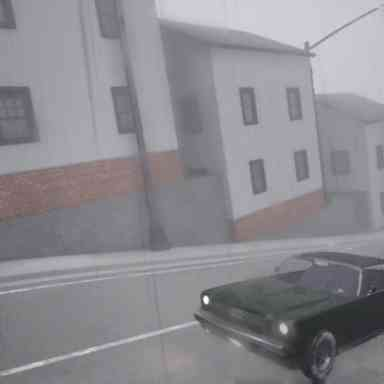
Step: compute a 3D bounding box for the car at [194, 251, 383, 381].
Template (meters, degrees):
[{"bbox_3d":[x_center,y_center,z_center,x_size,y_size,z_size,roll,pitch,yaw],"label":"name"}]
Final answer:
[{"bbox_3d":[2.350,1.802,5.869,4.718,1.301,1.895,2,-2,-38],"label":"car"}]
